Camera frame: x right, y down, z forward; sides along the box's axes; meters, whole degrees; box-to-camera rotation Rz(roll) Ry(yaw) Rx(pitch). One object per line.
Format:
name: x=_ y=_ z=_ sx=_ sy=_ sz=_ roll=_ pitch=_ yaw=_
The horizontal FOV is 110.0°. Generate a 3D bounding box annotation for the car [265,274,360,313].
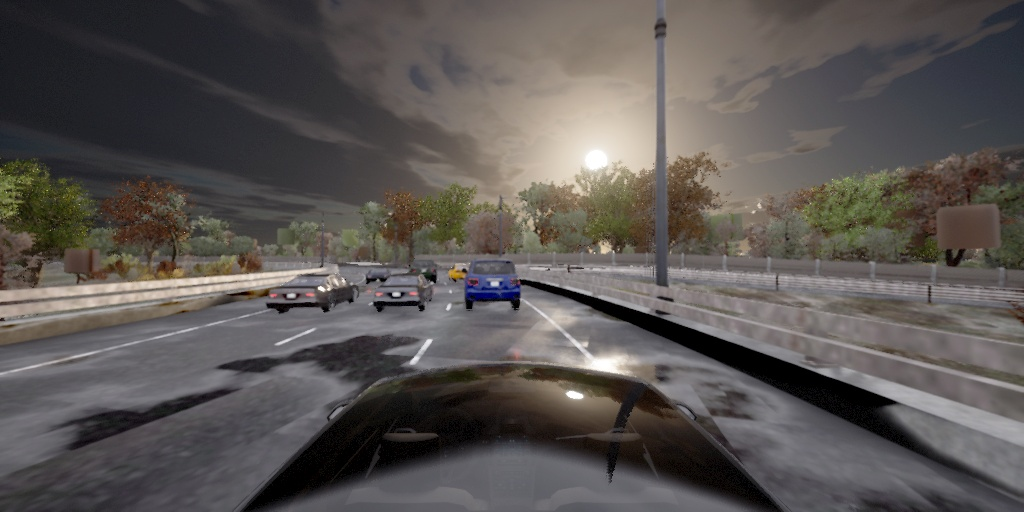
car: x=-7.919 y=1.441 z=14.811 sx=2.033 sy=1.411 sz=5.357 roll=0 pitch=-1 yaw=-8

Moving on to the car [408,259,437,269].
car: x=-7.620 y=1.281 z=30.684 sx=2.150 sy=2.045 sz=5.566 roll=0 pitch=0 yaw=-16

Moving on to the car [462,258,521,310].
car: x=-0.980 y=1.120 z=15.716 sx=2.150 sy=2.045 sz=5.566 roll=0 pitch=0 yaw=-8

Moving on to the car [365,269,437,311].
car: x=-4.447 y=1.442 z=15.240 sx=2.033 sy=1.411 sz=5.357 roll=0 pitch=-1 yaw=-8

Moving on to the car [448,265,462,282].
car: x=-4.728 y=1.556 z=33.204 sx=1.882 sy=1.535 sz=5.008 roll=0 pitch=0 yaw=-17

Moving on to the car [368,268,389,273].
car: x=-11.195 y=1.658 z=30.423 sx=1.895 sy=1.301 sz=4.718 roll=0 pitch=-1 yaw=-16
